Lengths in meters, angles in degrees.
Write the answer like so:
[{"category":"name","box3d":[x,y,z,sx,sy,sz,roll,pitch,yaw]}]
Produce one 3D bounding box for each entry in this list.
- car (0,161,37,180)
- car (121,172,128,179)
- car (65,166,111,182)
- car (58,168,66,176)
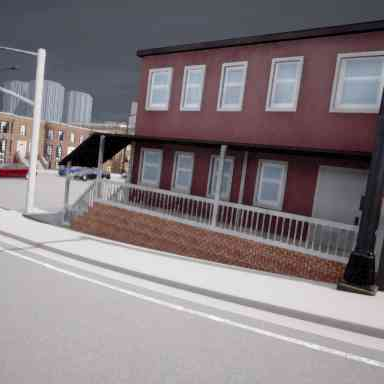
[{"category":"car","box3d":[-17.370,-2.062,31.671,1.882,1.535,5.008,10,6,35]},{"category":"car","box3d":[-8.437,-2.553,49.945,2.128,1.511,4.902,10,6,36]},{"category":"car","box3d":[-11.855,-2.044,39.321,2.128,1.511,4.902,10,6,35]},{"category":"car","box3d":[-14.312,-2.574,41.831,1.882,1.535,5.008,10,6,36]}]
